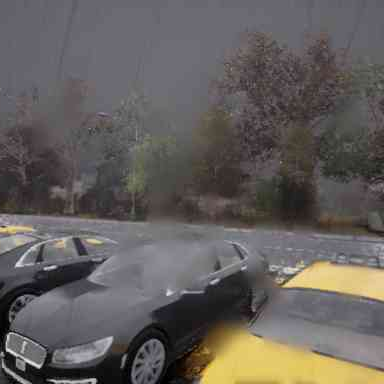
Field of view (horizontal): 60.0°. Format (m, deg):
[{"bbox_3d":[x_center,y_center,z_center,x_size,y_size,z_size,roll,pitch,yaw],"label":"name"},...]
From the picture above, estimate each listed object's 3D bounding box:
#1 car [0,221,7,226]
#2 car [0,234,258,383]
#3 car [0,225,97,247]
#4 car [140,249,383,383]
[{"bbox_3d":[-4.754,1.541,8.787,1.946,1.575,5.366,-1,0,36],"label":"car"},{"bbox_3d":[-0.348,1.505,5.404,2.231,1.521,4.892,-1,0,36],"label":"car"},{"bbox_3d":[-2.611,1.525,7.013,2.231,1.521,4.892,-1,0,36],"label":"car"},{"bbox_3d":[2.012,1.480,3.932,1.946,1.575,5.366,-1,0,36],"label":"car"}]
